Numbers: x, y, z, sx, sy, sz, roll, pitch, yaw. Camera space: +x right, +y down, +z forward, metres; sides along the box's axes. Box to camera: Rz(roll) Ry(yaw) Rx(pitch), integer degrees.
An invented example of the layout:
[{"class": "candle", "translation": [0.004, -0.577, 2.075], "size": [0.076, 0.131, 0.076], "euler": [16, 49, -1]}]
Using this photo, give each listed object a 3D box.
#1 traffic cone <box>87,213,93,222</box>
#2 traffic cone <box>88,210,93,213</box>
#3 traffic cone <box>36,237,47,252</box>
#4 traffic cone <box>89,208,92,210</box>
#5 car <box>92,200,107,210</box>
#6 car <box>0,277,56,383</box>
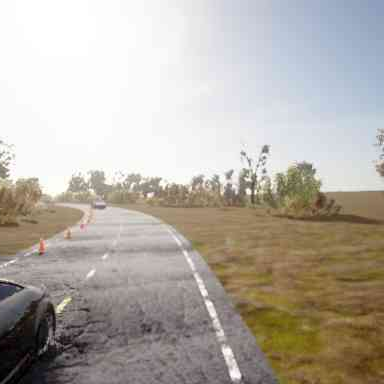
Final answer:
[{"class": "traffic cone", "translation": [-8.668, 2.242, 27.896], "size": [0.340, 0.580, 0.340], "euler": [0, -1, -13]}, {"class": "traffic cone", "translation": [-9.859, 2.291, 32.659], "size": [0.340, 0.580, 0.340], "euler": [0, -1, -15]}, {"class": "traffic cone", "translation": [-6.060, 2.097, 13.405], "size": [0.340, 0.580, 0.340], "euler": [0, -1, -7]}, {"class": "traffic cone", "translation": [-11.208, 2.341, 37.380], "size": [0.340, 0.580, 0.340], "euler": [0, -1, -17]}, {"class": "car", "translation": [-15.338, 2.102, 54.904], "size": [1.812, 1.442, 4.674], "euler": [0, -1, -24]}, {"class": "car", "translation": [-2.878, 1.603, 3.177], "size": [1.994, 1.385, 4.181], "euler": [0, -1, -4]}]
